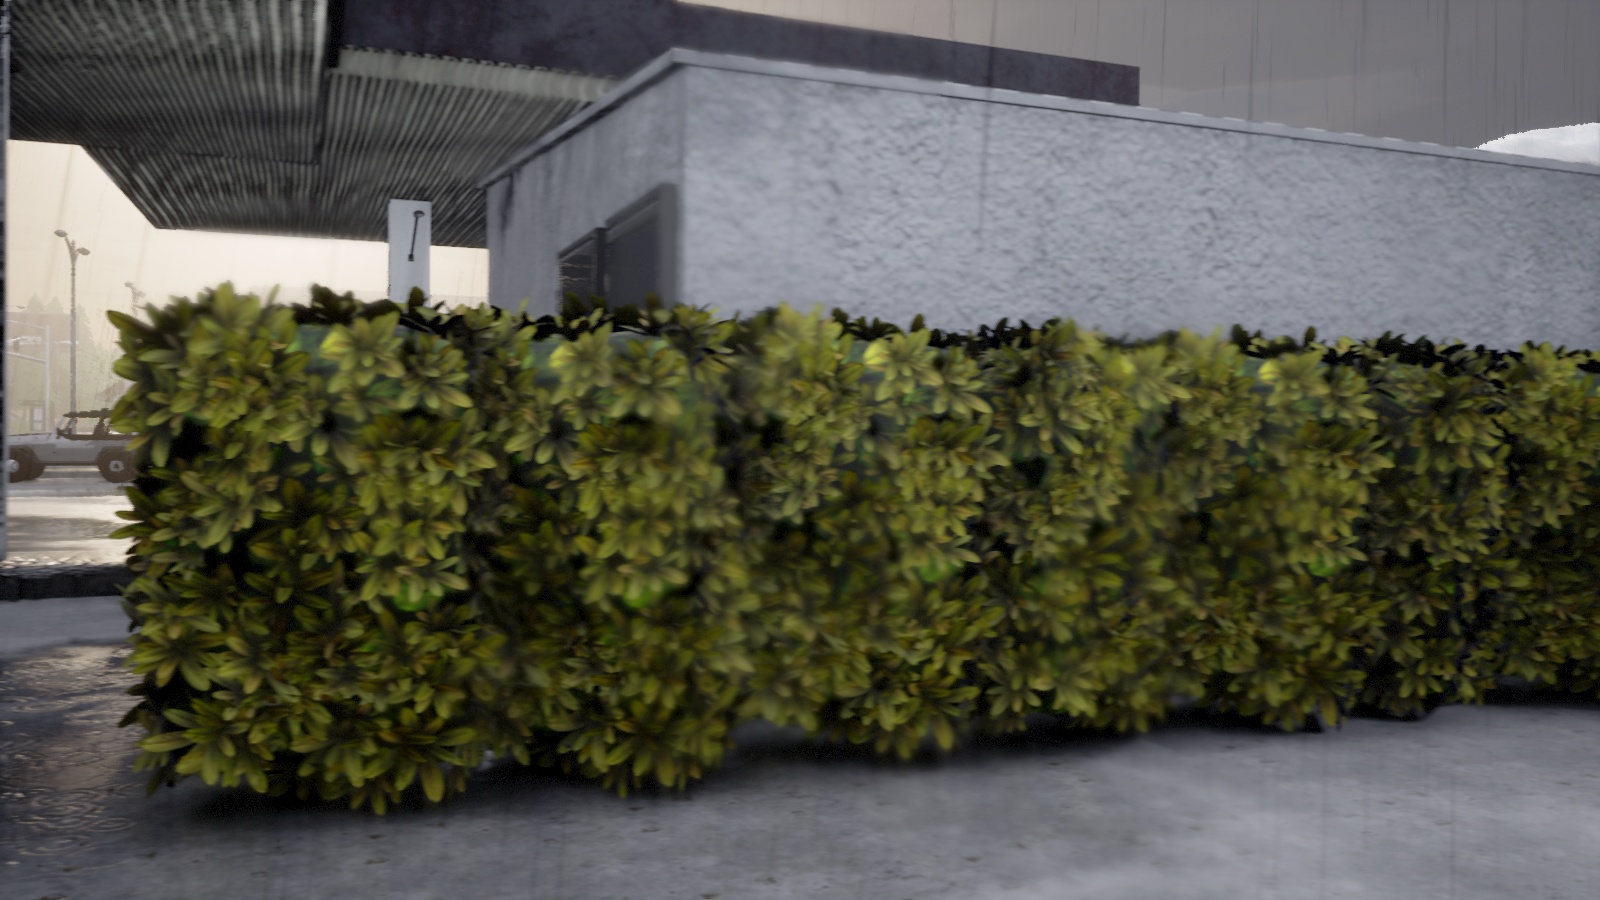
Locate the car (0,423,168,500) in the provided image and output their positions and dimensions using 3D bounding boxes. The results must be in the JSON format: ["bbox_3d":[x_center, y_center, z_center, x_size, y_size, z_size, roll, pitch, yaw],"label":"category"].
[{"bbox_3d":[-18.637,0.267,32.475,3.866,1.878,1.905,-1,1,-21],"label":"car"}]
